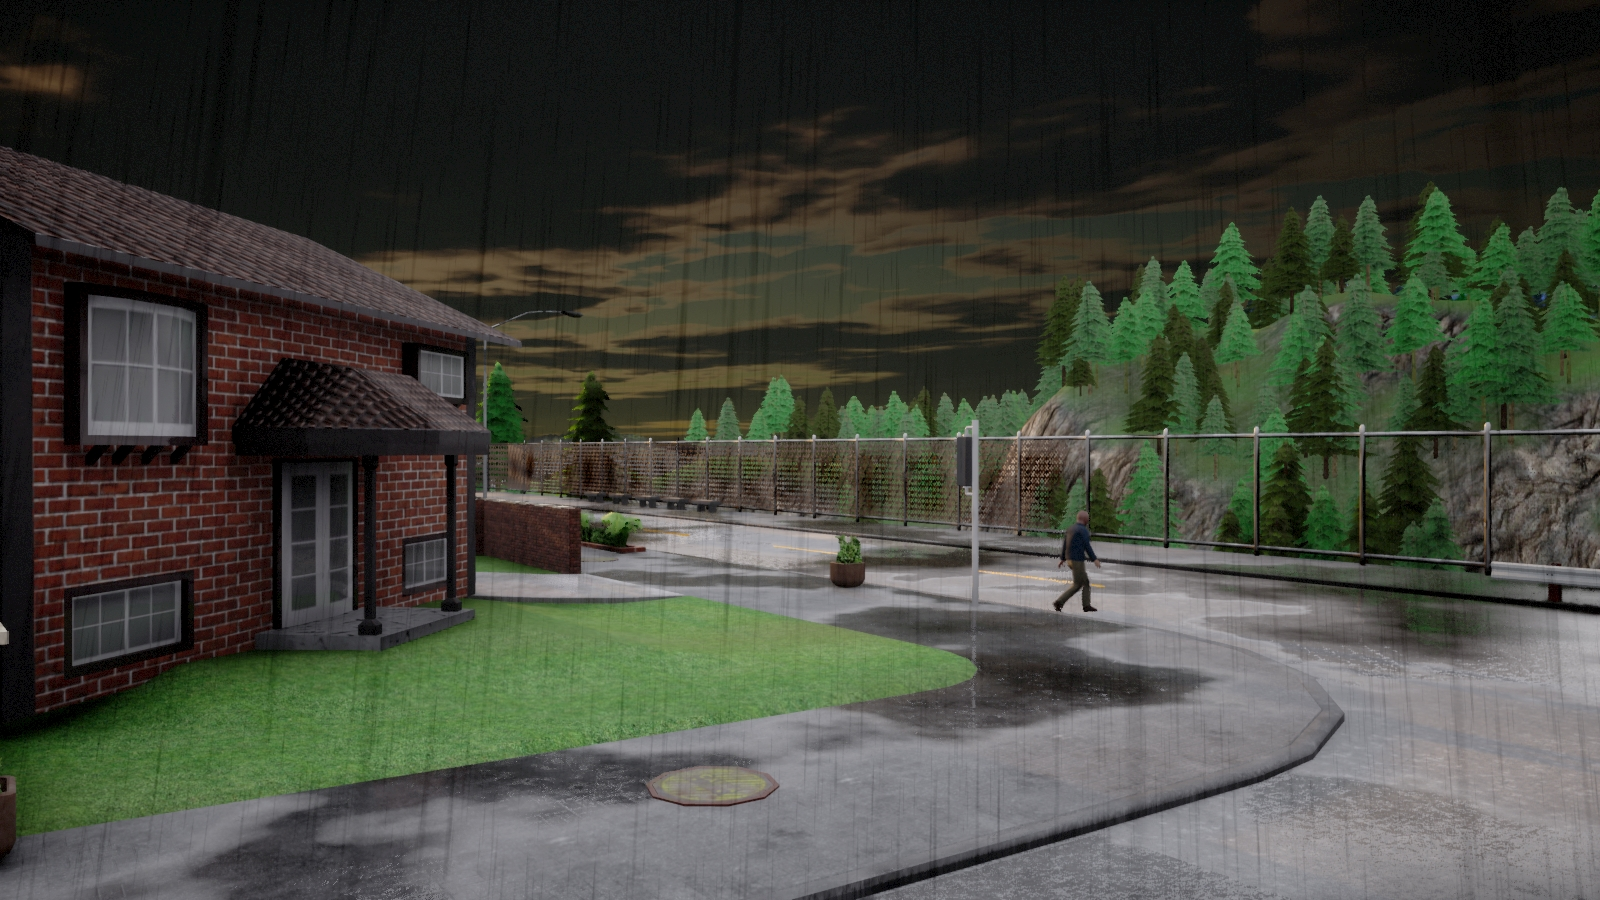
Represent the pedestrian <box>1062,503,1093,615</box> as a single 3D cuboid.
[{"bbox_3d":[4.731,1.848,19.478,0.375,1.860,0.375,0,0,-16],"label":"pedestrian"}]
